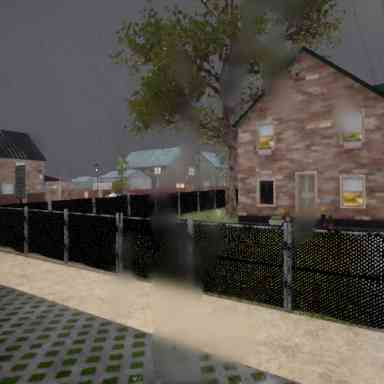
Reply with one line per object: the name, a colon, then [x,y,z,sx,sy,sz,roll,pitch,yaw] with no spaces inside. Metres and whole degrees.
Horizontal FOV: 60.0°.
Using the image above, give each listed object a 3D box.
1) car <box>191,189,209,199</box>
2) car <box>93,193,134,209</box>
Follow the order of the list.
car: [0.945,0.330,39.024,2.033,1.411,5.357,-1,2,36]
car: [-6.392,0.773,28.857,2.033,1.411,5.357,-1,2,35]
